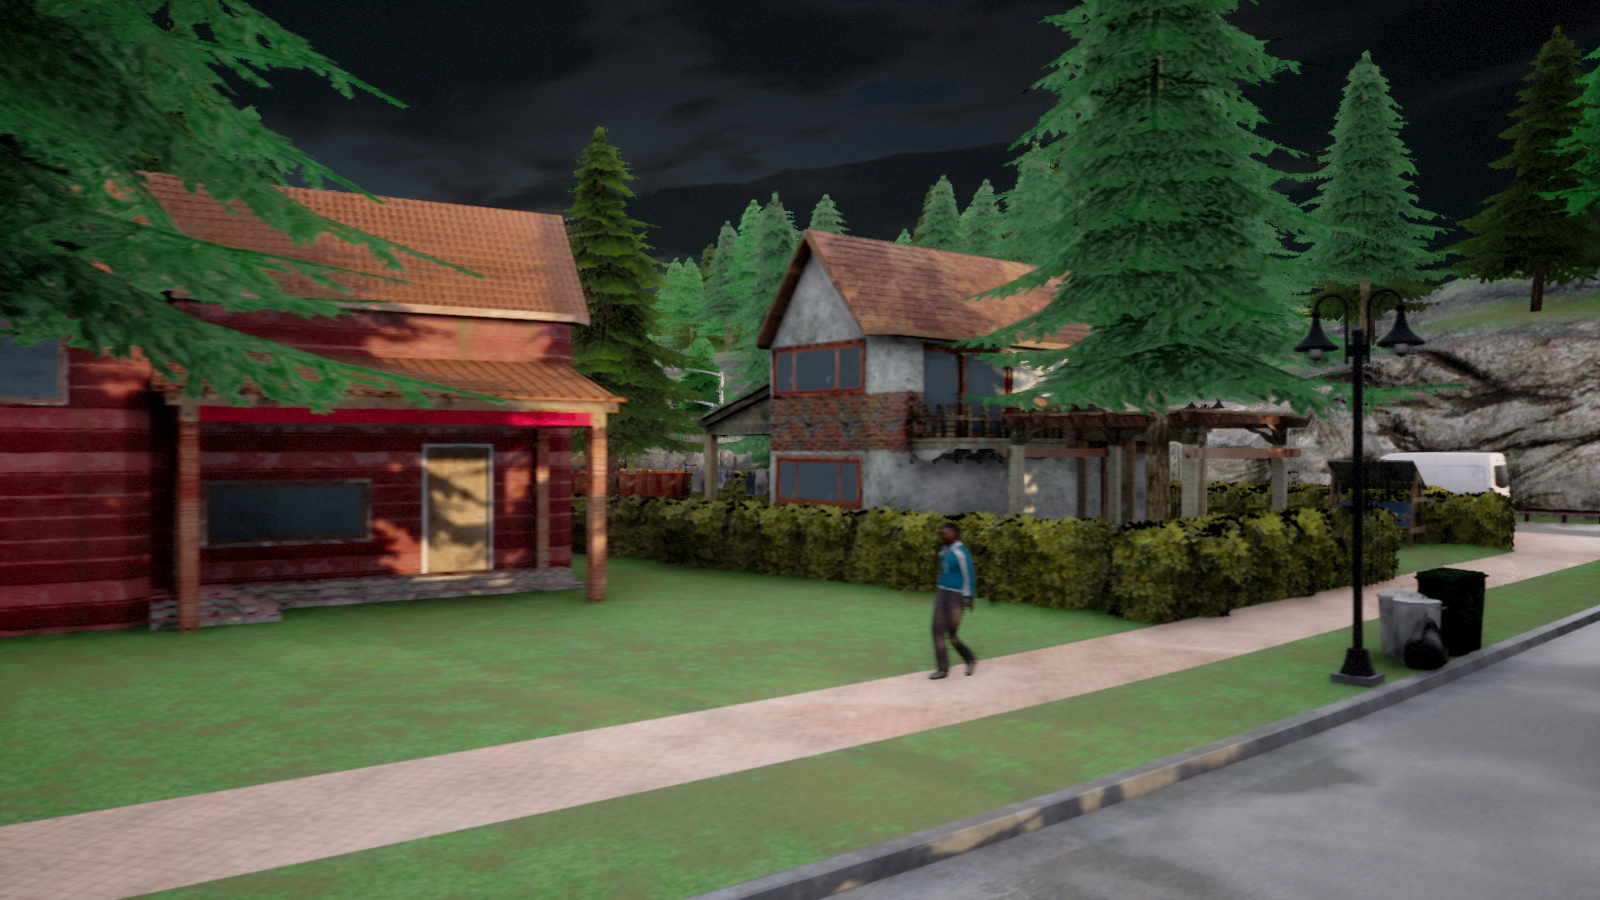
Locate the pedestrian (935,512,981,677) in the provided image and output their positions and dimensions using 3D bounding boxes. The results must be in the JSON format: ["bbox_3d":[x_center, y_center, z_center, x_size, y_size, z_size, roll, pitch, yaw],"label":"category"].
[{"bbox_3d":[1.838,1.666,13.301,0.375,1.860,0.375,0,0,-37],"label":"pedestrian"}]

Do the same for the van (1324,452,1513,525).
[{"bbox_3d":[23.068,1.343,42.836,1.988,2.561,5.915,0,0,-43],"label":"van"}]
